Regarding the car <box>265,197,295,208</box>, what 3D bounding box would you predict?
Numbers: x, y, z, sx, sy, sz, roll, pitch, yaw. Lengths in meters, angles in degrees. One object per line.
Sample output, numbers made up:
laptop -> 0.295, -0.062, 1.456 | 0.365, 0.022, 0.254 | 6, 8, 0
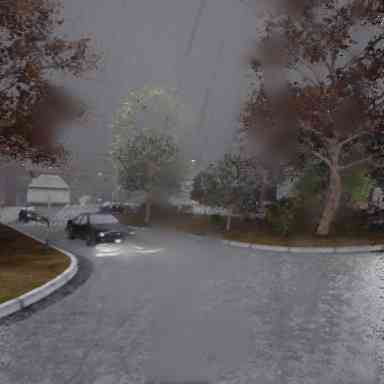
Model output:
car -> 17.431, 2.036, 66.050 | 2.435, 2.045, 5.566 | 2, -1, -36

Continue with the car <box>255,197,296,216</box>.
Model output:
car -> 9.617, 1.887, 36.049 | 2.150, 2.045, 5.566 | 3, -2, -36

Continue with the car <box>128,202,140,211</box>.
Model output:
car -> -8.549, 2.131, 47.418 | 2.002, 1.452, 4.674 | 0, 0, -36

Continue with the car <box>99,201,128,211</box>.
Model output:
car -> -11.099, 1.981, 45.533 | 2.185, 1.767, 4.553 | 0, 0, -35

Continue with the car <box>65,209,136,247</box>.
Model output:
car -> -4.676, 1.750, 16.364 | 2.033, 1.411, 5.357 | 3, -3, -36

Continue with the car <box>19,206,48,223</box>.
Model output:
car -> -14.102, 1.954, 29.575 | 1.812, 1.442, 4.674 | 3, -2, -36

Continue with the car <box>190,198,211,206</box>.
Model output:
car -> 1.635, 2.121, 70.010 | 1.946, 1.575, 5.366 | 1, 0, -36
